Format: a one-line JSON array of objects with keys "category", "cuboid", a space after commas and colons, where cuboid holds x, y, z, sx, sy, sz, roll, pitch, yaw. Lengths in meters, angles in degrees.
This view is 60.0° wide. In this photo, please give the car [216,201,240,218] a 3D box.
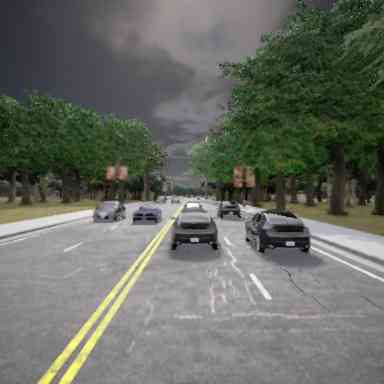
[{"category": "car", "cuboid": [3.349, 1.561, 30.854, 1.837, 1.490, 4.892, 0, 0, 0]}]

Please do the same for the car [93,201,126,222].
[{"category": "car", "cuboid": [-6.598, 1.533, 27.013, 2.128, 1.511, 4.902, 0, 0, 0]}]

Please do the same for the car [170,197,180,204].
[{"category": "car", "cuboid": [-3.254, 1.705, 66.983, 1.812, 1.442, 4.674, 0, 0, 0]}]

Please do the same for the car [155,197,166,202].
[{"category": "car", "cuboid": [-6.466, 1.728, 68.486, 2.128, 1.511, 4.902, 0, 0, 2]}]

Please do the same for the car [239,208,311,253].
[{"category": "car", "cuboid": [3.351, 1.513, 13.750, 1.837, 1.490, 4.892, 0, 0, 0]}]

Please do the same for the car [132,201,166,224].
[{"category": "car", "cuboid": [-3.350, 1.637, 25.507, 1.895, 1.301, 4.718, 0, 0, 0]}]

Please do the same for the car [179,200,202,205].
[{"category": "car", "cuboid": [0.099, 1.622, 31.571, 1.994, 1.385, 4.181, 0, 0, 0]}]

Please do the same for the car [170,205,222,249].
[{"category": "car", "cuboid": [0.100, 1.515, 14.645, 1.837, 1.490, 4.892, 0, 0, 0]}]
